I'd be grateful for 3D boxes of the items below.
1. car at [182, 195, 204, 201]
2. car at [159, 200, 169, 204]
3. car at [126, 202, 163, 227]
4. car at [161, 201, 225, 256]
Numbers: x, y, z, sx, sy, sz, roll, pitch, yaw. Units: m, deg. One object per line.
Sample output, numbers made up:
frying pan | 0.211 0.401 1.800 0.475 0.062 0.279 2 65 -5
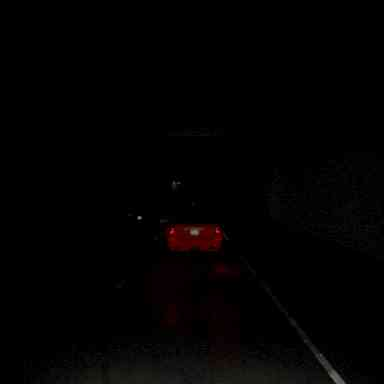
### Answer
car | 0.103 1.370 35.789 2.150 2.045 5.566 0 0 0
car | -3.417 1.696 40.985 1.812 1.442 4.674 0 0 0
car | -3.405 1.662 23.614 1.994 1.385 4.181 0 0 0
car | 0.098 1.408 13.487 2.097 1.767 4.553 0 0 0
